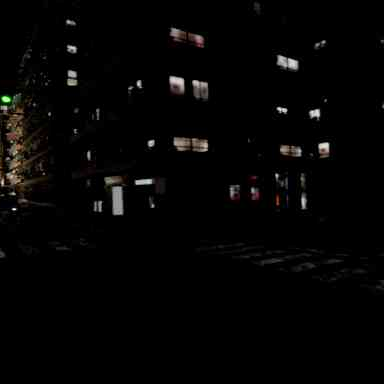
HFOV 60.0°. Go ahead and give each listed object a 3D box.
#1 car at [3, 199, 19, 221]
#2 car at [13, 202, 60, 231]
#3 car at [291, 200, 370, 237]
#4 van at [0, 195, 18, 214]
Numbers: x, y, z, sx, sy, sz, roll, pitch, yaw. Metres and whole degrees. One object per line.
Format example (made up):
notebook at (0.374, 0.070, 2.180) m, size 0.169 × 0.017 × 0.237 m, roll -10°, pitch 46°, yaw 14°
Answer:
car at (-12.227, 1.446, 24.260) m, size 2.008 × 1.369 × 4.403 m, roll -1°, pitch 0°, yaw -34°
car at (-9.043, 1.459, 19.601) m, size 1.947 × 1.339 × 4.313 m, roll -1°, pitch 0°, yaw -34°
car at (6.652, 1.175, 16.017) m, size 4.097 × 1.590 × 1.967 m, roll -2°, pitch 0°, yaw -34°
van at (-18.596, 1.241, 33.575) m, size 1.690 × 1.788 × 3.998 m, roll -1°, pitch 0°, yaw -34°
